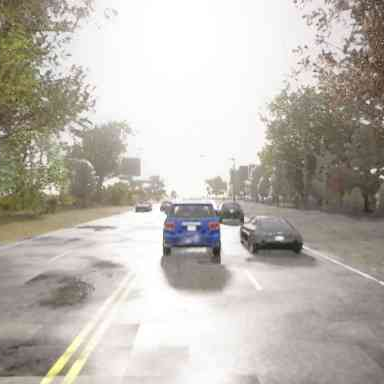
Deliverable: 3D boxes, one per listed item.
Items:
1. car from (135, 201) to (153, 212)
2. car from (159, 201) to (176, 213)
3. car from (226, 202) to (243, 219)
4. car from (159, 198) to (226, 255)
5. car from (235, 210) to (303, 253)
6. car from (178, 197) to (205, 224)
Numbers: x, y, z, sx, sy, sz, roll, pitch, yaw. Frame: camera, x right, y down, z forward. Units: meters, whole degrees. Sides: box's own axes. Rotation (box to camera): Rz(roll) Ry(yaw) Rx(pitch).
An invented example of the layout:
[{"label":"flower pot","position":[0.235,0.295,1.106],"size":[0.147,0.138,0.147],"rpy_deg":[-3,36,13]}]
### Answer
[{"label":"car","position":[-6.534,1.983,45.760],"size":[2.033,1.411,5.357],"rpy_deg":[0,-1,0]},{"label":"car","position":[-3.287,1.946,45.439],"size":[1.837,1.490,4.892],"rpy_deg":[0,-1,0]},{"label":"car","position":[3.231,1.627,29.090],"size":[2.097,1.767,4.553],"rpy_deg":[0,-1,0]},{"label":"car","position":[-0.010,1.350,14.021],"size":[2.150,2.045,5.566],"rpy_deg":[0,0,0]},{"label":"car","position":[3.244,1.701,14.329],"size":[1.994,1.385,4.181],"rpy_deg":[0,0,0]},{"label":"car","position":[-0.022,1.493,29.019],"size":[2.150,2.045,5.566],"rpy_deg":[0,0,0]}]
